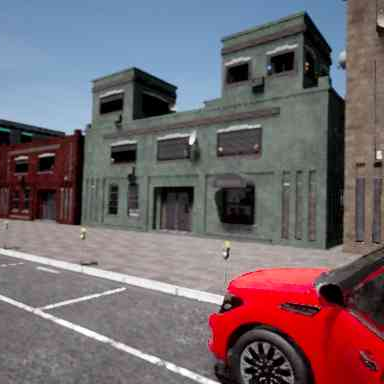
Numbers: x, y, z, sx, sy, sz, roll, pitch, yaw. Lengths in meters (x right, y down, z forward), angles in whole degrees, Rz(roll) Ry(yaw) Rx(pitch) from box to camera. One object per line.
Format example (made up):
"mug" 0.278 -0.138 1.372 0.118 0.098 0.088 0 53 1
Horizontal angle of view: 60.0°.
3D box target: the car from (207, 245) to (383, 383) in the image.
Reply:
"car" 2.845 1.445 3.459 5.566 2.045 2.150 0 -3 37
